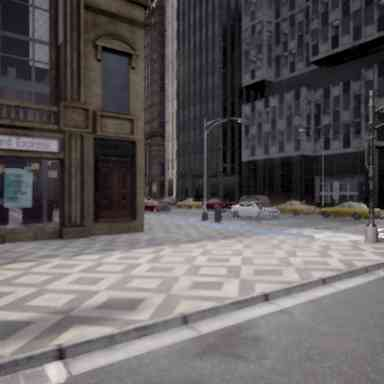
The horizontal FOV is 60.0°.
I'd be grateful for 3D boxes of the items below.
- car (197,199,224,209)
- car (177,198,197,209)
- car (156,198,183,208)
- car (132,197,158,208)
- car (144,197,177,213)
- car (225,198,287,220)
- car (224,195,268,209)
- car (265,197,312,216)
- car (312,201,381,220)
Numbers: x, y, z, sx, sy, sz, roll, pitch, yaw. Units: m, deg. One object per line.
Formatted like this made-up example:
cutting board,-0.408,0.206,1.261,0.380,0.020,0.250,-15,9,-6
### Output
car,3.048,1.514,40.629,1.887,1.381,4.507,0,0,-35
car,-0.276,1.510,45.348,1.752,1.417,4.829,0,0,-35
car,-3.403,1.550,49.788,2.008,1.369,4.403,0,0,-35
car,-7.189,1.489,50.458,1.882,1.535,5.008,0,0,-34
car,-3.911,1.525,35.705,1.887,1.381,4.507,0,0,-35
car,5.147,1.470,27.440,1.812,1.442,4.674,0,0,-35
car,6.273,1.269,36.049,2.192,1.841,5.009,0,0,-35
car,9.402,1.464,31.608,1.752,1.417,4.829,0,0,-35
car,12.628,1.449,27.029,1.752,1.417,4.829,0,0,-35
